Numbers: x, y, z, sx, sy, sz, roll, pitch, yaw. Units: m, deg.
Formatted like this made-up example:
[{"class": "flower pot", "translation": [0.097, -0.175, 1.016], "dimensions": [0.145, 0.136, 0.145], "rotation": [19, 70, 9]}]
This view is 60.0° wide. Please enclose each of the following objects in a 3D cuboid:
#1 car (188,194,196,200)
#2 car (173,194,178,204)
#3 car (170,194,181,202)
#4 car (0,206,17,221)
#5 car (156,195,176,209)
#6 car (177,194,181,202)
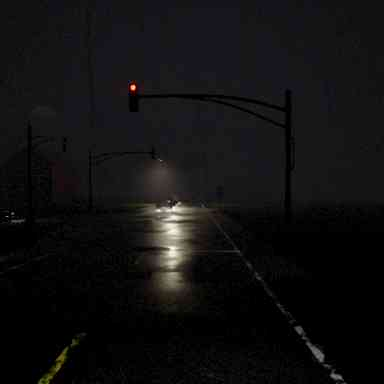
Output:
[{"class": "car", "translation": [-0.004, 1.385, 86.362], "dimensions": [1.837, 1.490, 4.892], "rotation": [0, 0, 0]}, {"class": "car", "translation": [-3.581, 1.478, 53.131], "dimensions": [1.812, 1.442, 4.674], "rotation": [0, 0, 0]}, {"class": "car", "translation": [-3.501, 1.264, 72.458], "dimensions": [2.097, 1.767, 4.553], "rotation": [0, 0, 0]}, {"class": "car", "translation": [-15.332, 1.432, 24.661], "dimensions": [4.181, 1.385, 1.994], "rotation": [0, 0, -5]}, {"class": "car", "translation": [-3.591, 1.529, 44.470], "dimensions": [1.994, 1.385, 4.181], "rotation": [0, 0, 0]}, {"class": "car", "translation": [-3.562, 1.415, 62.482], "dimensions": [1.882, 1.535, 5.008], "rotation": [0, 0, 1]}]
